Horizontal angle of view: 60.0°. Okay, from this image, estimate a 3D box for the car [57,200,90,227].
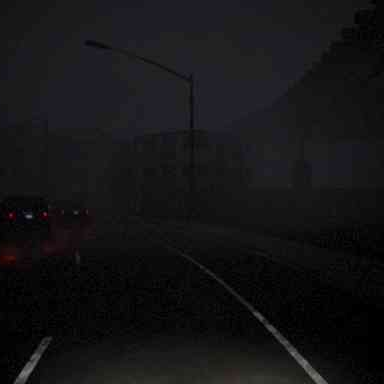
[{"bbox_3d":[-8.682,1.330,22.655,2.097,1.767,4.553,0,0,-39],"label":"car"}]

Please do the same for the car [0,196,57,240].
[{"bbox_3d":[-8.881,1.205,17.373,2.150,2.045,5.566,0,0,-33],"label":"car"}]
